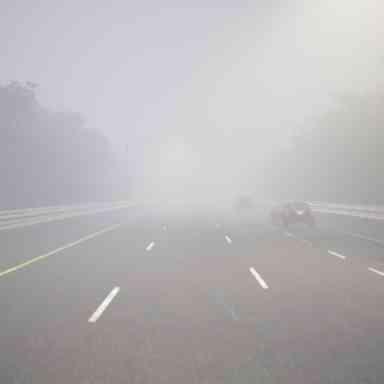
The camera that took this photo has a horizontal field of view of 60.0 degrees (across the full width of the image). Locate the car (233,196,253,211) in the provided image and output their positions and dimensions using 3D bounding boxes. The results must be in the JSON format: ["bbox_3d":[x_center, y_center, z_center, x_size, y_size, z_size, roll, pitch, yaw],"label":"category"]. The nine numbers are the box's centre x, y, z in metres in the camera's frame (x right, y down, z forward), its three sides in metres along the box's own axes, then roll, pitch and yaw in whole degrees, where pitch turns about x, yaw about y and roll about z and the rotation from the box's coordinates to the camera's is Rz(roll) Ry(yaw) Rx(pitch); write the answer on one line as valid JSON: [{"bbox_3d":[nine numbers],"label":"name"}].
[{"bbox_3d":[7.094,1.515,46.655,2.150,2.045,5.566,0,-1,0],"label":"car"}]

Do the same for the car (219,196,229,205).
[{"bbox_3d":[7.276,2.074,75.969,1.882,1.535,5.008,0,-1,0],"label":"car"}]

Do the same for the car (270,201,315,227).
[{"bbox_3d":[7.017,1.437,23.679,2.097,1.767,4.553,0,0,0],"label":"car"}]
